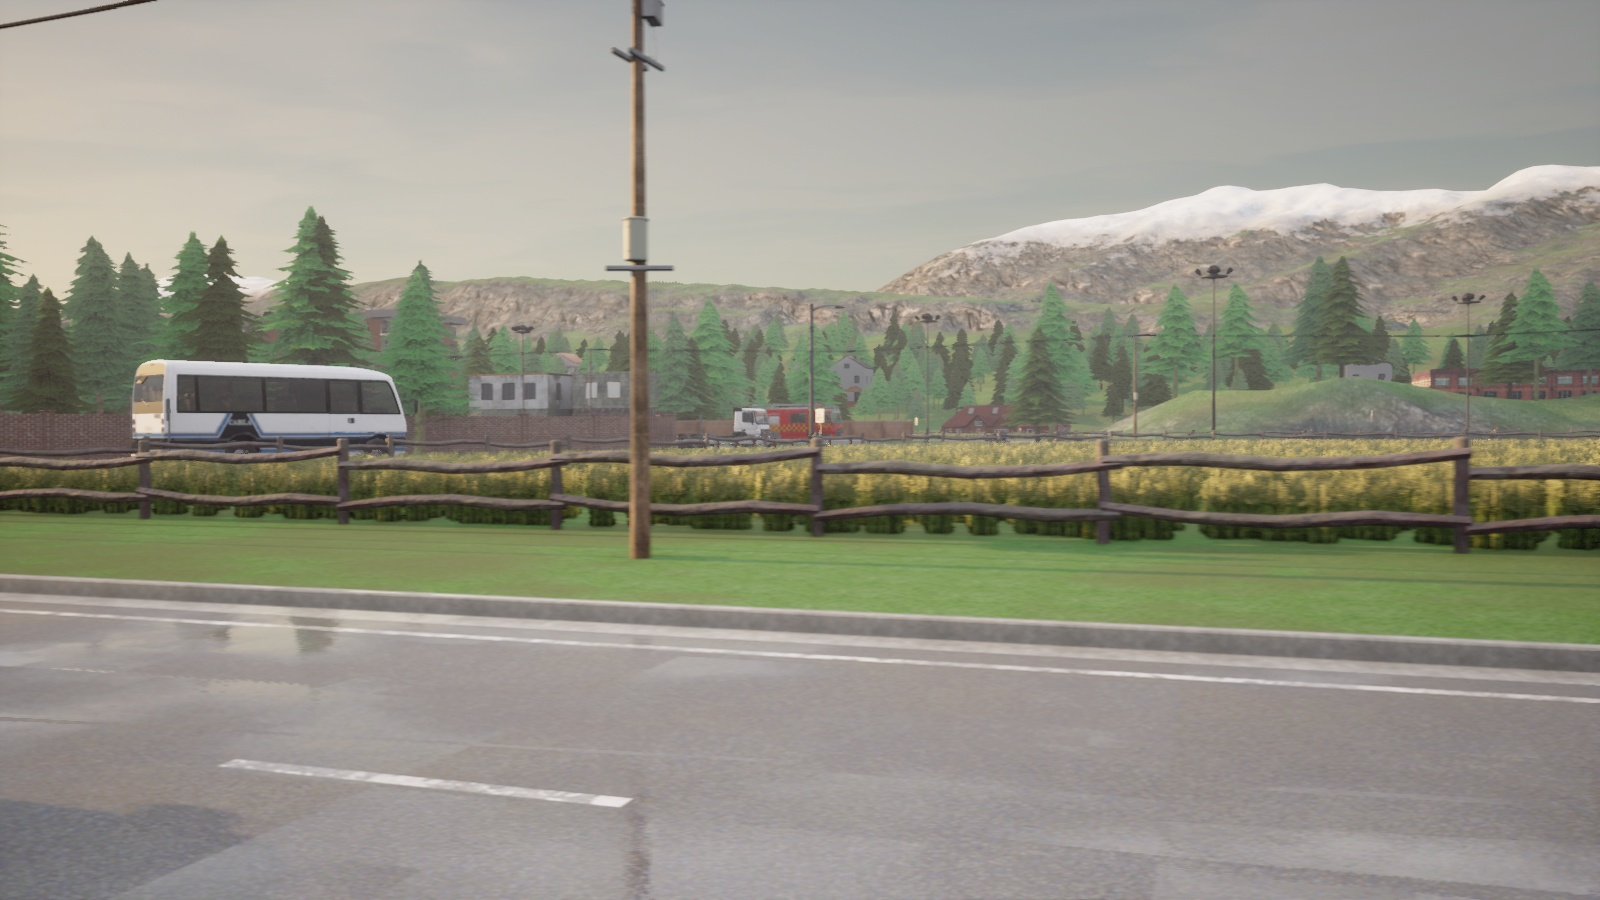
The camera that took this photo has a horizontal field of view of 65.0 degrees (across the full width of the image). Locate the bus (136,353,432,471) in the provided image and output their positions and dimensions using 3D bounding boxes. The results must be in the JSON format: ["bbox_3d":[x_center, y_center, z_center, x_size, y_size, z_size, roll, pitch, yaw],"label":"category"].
[{"bbox_3d":[-20.440,-1.435,50.455,3.944,4.253,10.273,1,1,42],"label":"bus"}]
